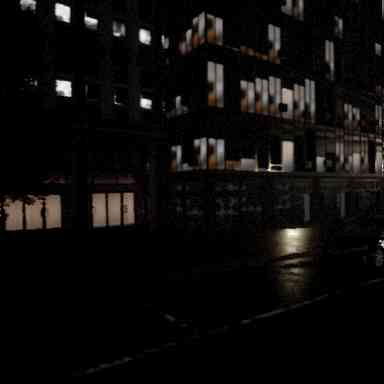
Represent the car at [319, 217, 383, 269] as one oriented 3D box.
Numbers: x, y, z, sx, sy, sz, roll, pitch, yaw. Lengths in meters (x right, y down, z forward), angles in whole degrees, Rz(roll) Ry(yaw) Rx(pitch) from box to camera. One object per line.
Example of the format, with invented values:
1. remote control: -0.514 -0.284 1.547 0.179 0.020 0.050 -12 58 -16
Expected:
1. car: 5.958 1.542 10.946 4.403 1.369 2.008 0 -1 -35
